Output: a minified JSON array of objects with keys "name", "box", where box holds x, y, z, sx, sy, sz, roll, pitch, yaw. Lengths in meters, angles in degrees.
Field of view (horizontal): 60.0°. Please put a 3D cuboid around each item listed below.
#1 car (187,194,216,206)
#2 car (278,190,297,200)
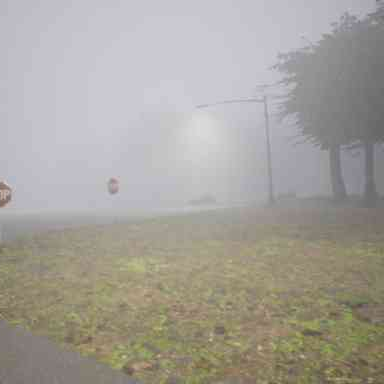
[{"name":"car","box":[1.287,1.054,44.250,1.882,1.535,5.008,-4,0,34]},{"name":"car","box":[14.894,0.405,51.883,1.994,1.385,4.181,-4,-1,33]}]
